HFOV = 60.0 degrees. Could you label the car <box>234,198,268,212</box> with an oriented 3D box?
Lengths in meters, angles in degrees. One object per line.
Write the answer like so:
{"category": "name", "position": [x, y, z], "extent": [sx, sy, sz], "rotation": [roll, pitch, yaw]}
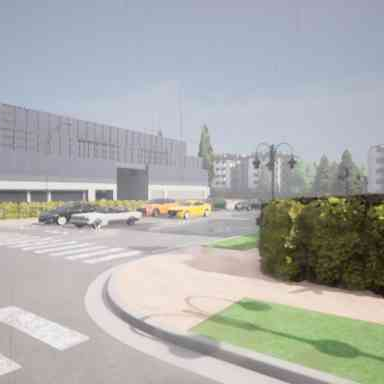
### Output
{"category": "car", "position": [6.709, 1.520, 39.492], "extent": [2.128, 1.511, 4.902], "rotation": [0, 0, 35]}

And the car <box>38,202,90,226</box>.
{"category": "car", "position": [-8.544, 1.535, 24.035], "extent": [1.837, 1.490, 4.892], "rotation": [0, 0, 37]}

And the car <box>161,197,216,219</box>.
{"category": "car", "position": [-0.207, 1.506, 29.675], "extent": [1.882, 1.535, 5.008], "rotation": [0, 0, 35]}

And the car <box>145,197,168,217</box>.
{"category": "car", "position": [-3.223, 1.382, 31.473], "extent": [2.097, 1.767, 4.553], "rotation": [0, 0, 35]}

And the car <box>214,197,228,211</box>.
{"category": "car", "position": [2.388, 1.383, 39.430], "extent": [2.097, 1.767, 4.553], "rotation": [0, 0, 35]}

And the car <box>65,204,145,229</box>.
{"category": "car", "position": [-5.600, 1.629, 21.987], "extent": [1.895, 1.301, 4.718], "rotation": [0, 0, 34]}
